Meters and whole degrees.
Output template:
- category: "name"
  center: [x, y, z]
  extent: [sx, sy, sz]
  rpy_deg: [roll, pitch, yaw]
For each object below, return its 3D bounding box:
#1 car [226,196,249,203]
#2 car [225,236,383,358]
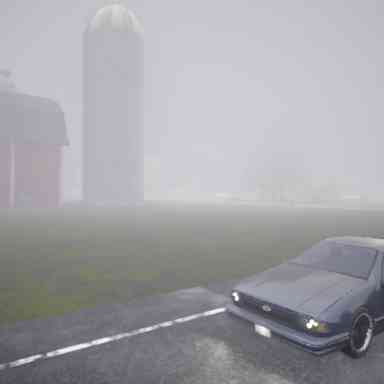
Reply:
- category: "car"
  center: [9.395, 1.554, 69.023]
  extent: [2.033, 1.411, 5.357]
  rpy_deg: [0, 0, -36]
- category: "car"
  center: [3.171, 1.591, 6.246]
  extent: [5.357, 1.411, 2.033]
  rpy_deg: [0, 0, -35]
